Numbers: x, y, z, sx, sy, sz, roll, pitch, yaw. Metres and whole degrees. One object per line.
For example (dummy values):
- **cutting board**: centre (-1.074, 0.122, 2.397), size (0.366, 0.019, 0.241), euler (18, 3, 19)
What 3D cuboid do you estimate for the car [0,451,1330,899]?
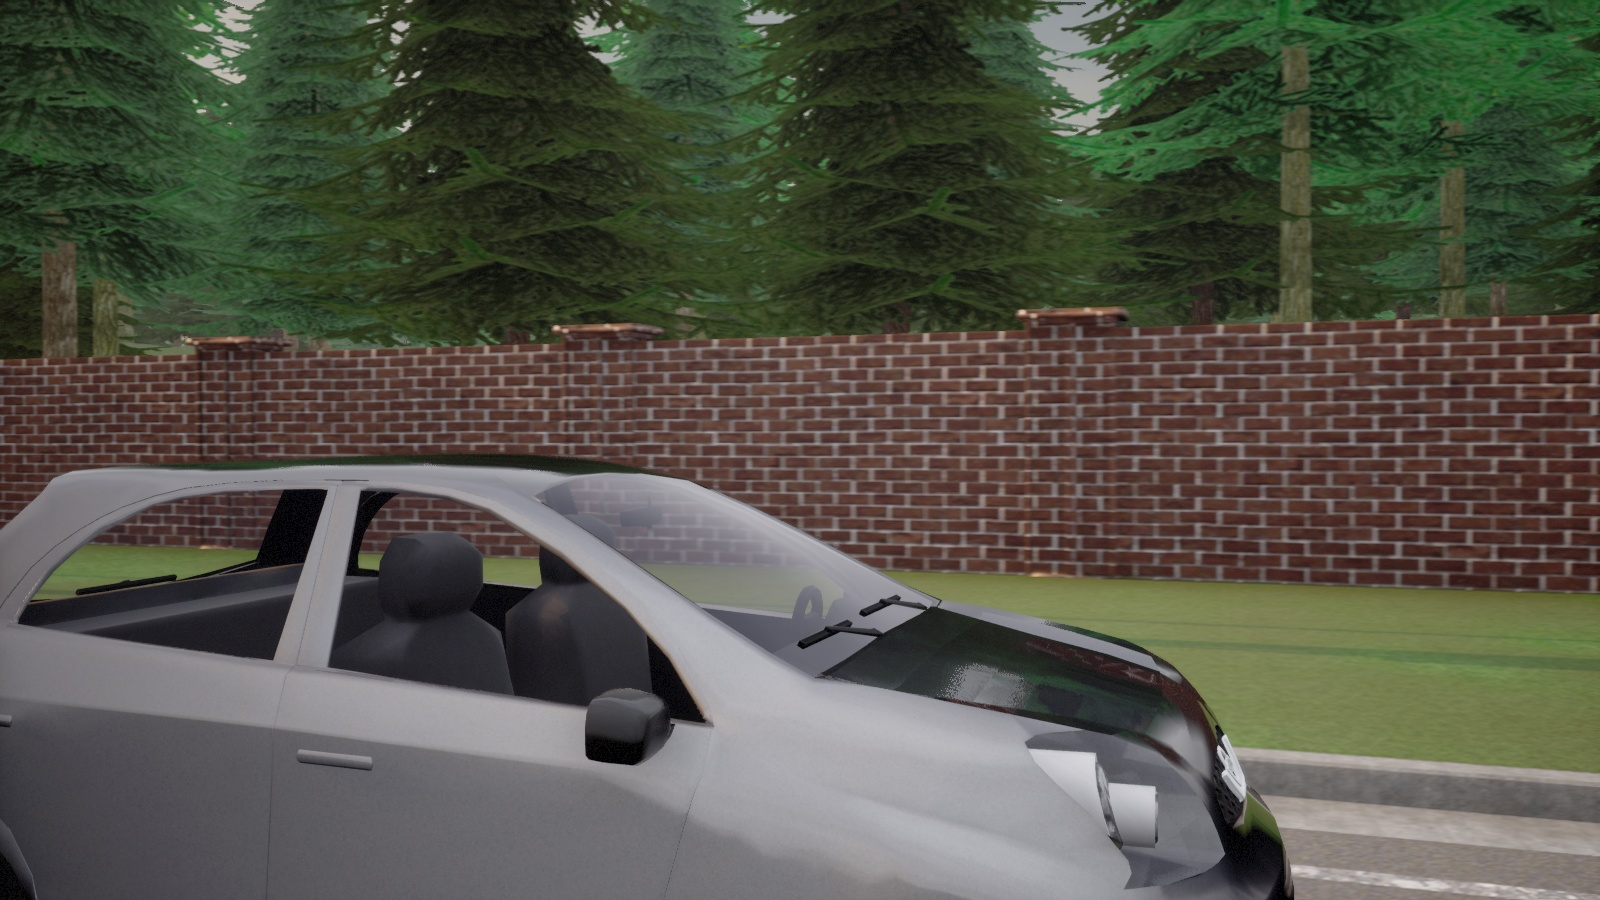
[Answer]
- **car**: centre (-0.614, 0.784, 3.400), size (3.633, 1.501, 1.845), euler (1, 1, 19)
